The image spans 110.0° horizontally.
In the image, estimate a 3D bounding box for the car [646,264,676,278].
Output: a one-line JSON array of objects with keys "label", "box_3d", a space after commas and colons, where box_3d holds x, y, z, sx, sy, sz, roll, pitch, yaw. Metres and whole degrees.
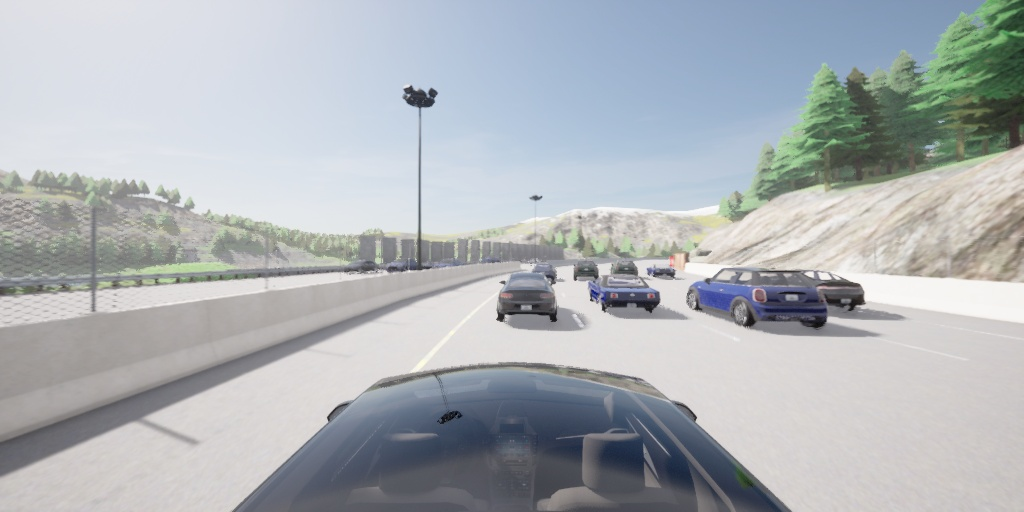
[{"label": "car", "box_3d": [14.090, 1.387, 34.205, 1.895, 1.301, 4.718, 0, 0, 12]}]

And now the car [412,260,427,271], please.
[{"label": "car", "box_3d": [-9.420, 1.332, 42.195, 1.895, 1.301, 4.718, 0, 0, 13]}]

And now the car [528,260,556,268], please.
[{"label": "car", "box_3d": [2.793, 1.323, 30.841, 1.994, 1.385, 4.181, 0, 0, 10]}]

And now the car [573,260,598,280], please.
[{"label": "car", "box_3d": [6.489, 1.120, 31.621, 2.097, 1.767, 4.553, 0, 0, 10]}]

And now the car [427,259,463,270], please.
[{"label": "car", "box_3d": [-6.767, 1.089, 37.761, 2.097, 1.767, 4.553, 0, 0, 12]}]

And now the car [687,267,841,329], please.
[{"label": "car", "box_3d": [7.524, 1.120, 11.596, 2.097, 1.767, 4.553, 0, 0, 3]}]

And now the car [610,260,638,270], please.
[{"label": "car", "box_3d": [10.387, 1.129, 33.410, 2.097, 1.767, 4.553, 0, 0, 11]}]

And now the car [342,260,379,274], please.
[{"label": "car", "box_3d": [-16.949, 1.218, 40.369, 1.837, 1.490, 4.892, 0, 0, 12]}]

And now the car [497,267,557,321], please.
[{"label": "car", "box_3d": [0.545, 1.278, 12.337, 1.812, 1.442, 4.674, 0, 0, 4]}]

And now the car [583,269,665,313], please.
[{"label": "car", "box_3d": [4.176, 1.362, 14.181, 1.895, 1.301, 4.718, 0, 0, 4]}]

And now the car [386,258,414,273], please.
[{"label": "car", "box_3d": [-12.938, 1.075, 42.386, 2.097, 1.767, 4.553, 0, 0, 13]}]

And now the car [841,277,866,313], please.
[{"label": "car", "box_3d": [11.220, 1.269, 14.253, 2.128, 1.511, 4.902, 0, 0, 4]}]
